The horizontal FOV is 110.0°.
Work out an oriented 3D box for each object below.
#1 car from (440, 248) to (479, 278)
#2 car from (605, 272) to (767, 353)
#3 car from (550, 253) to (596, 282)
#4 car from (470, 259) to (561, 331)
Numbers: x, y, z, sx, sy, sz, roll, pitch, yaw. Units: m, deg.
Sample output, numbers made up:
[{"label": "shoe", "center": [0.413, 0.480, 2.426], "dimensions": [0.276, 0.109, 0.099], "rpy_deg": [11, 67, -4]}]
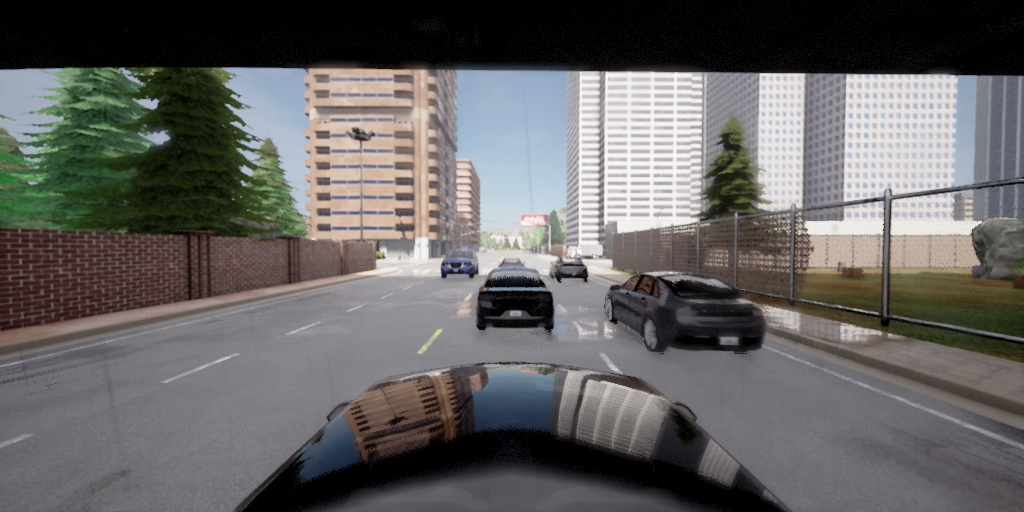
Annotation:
[{"label": "car", "center": [-3.605, 0.484, 25.613], "dimensions": [2.150, 2.045, 5.566], "rpy_deg": [0, 1, 0]}, {"label": "car", "center": [3.586, 1.110, 8.368], "dimensions": [1.837, 1.490, 4.892], "rpy_deg": [0, 1, 0]}, {"label": "car", "center": [3.508, 0.783, 22.605], "dimensions": [2.128, 1.511, 4.902], "rpy_deg": [0, 1, 0]}, {"label": "car", "center": [0.066, 1.038, 10.312], "dimensions": [1.882, 1.535, 5.008], "rpy_deg": [0, 2, 0]}]
